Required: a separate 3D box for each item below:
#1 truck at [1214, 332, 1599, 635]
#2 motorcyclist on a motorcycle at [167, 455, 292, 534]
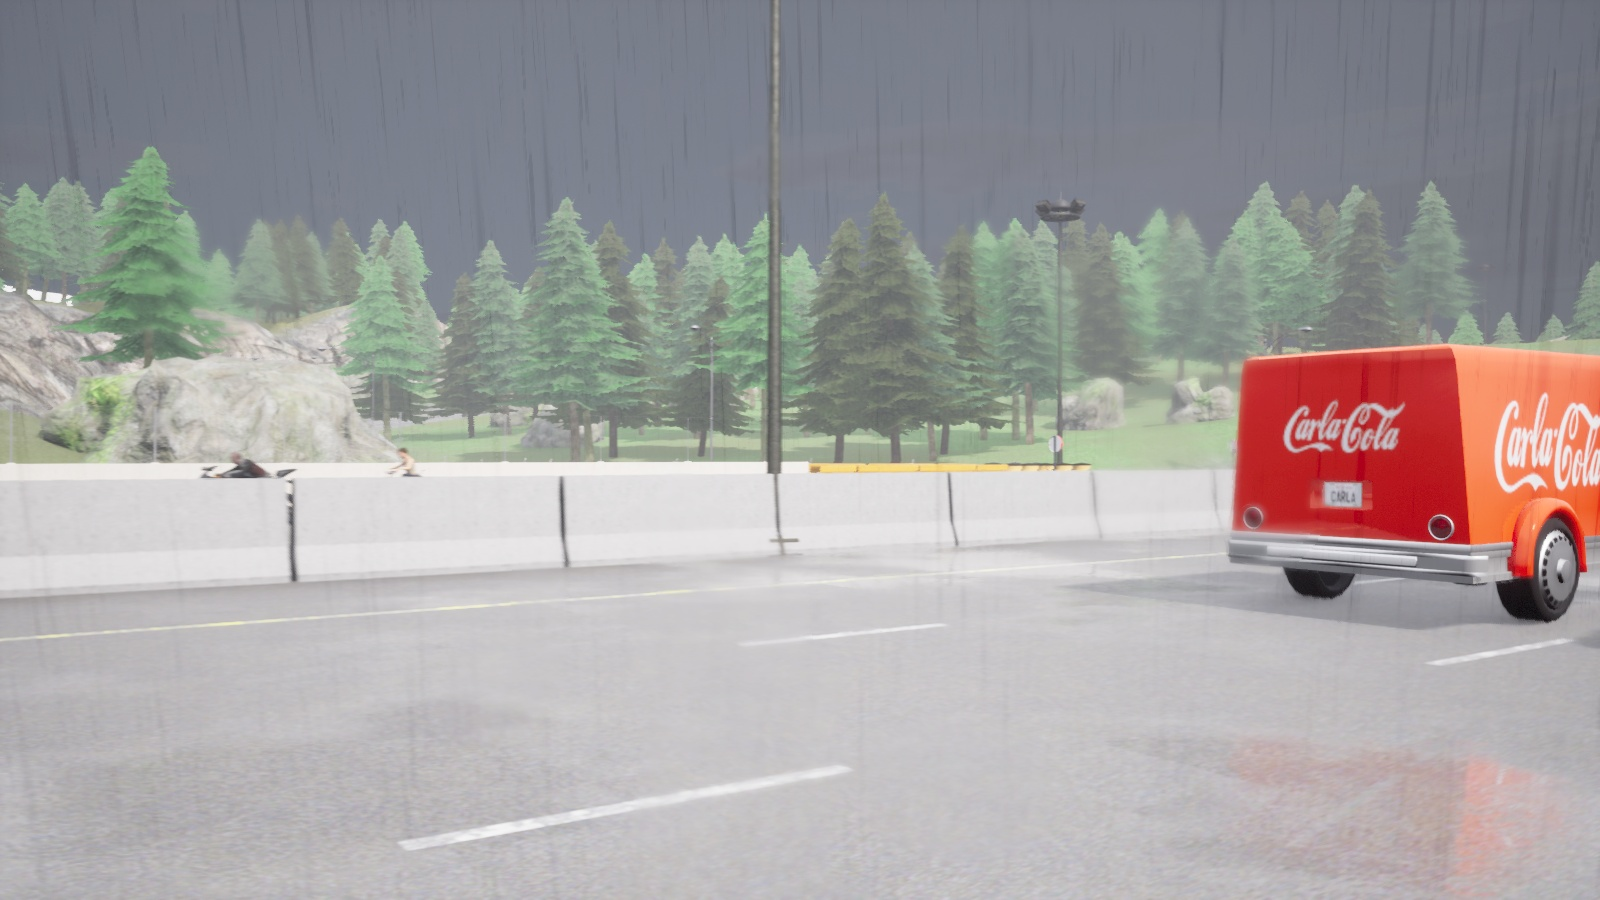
[{"bbox_3d":[6.972,0.275,12.778,5.204,2.467,2.627,0,0,-35],"label":"truck"},{"bbox_3d":[-11.553,0.867,25.467,2.191,1.530,0.866,0,0,-35],"label":"motorcyclist on a motorcycle"}]
